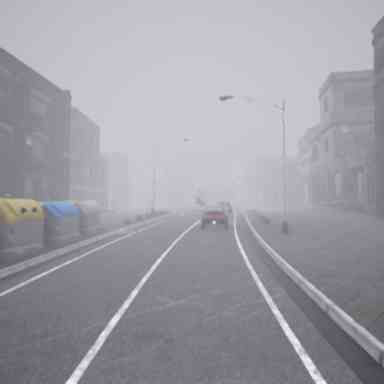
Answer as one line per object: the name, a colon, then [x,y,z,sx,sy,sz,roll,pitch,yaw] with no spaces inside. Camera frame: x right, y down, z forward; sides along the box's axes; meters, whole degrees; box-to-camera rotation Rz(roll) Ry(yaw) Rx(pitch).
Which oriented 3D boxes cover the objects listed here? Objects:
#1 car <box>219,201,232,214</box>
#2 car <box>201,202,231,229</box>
car: [4.048,1.967,42.083,2.033,1.649,4.856,0,-2,7]
car: [1.694,1.716,23.757,1.837,1.490,4.892,0,0,6]
